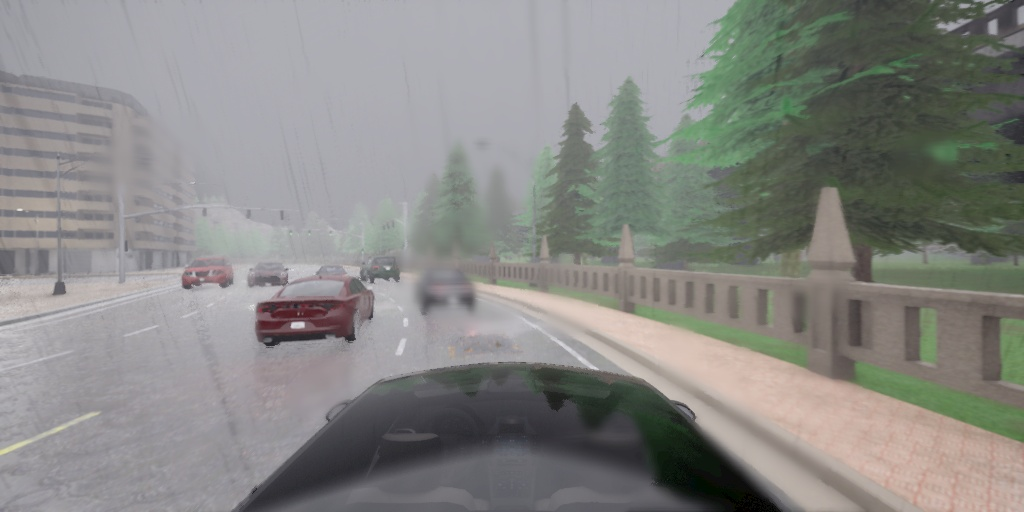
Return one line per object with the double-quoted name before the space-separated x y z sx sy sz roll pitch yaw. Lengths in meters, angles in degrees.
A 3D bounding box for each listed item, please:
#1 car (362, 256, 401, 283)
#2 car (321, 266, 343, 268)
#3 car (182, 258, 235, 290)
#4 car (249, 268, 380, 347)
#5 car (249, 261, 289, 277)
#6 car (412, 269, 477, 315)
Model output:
"car" -10.252 1.015 27.916 2.150 2.045 5.566 -1 0 -31
"car" -12.678 1.373 25.203 2.033 1.411 5.357 -1 0 -31
"car" -20.706 1.136 24.697 2.150 2.045 5.566 -1 0 -31
"car" -4.921 1.260 9.647 1.882 1.535 5.008 0 0 -14
"car" -16.469 1.218 24.446 2.097 1.767 4.553 -1 0 -31
"car" -2.694 1.240 13.749 2.128 1.511 4.902 0 0 -20
